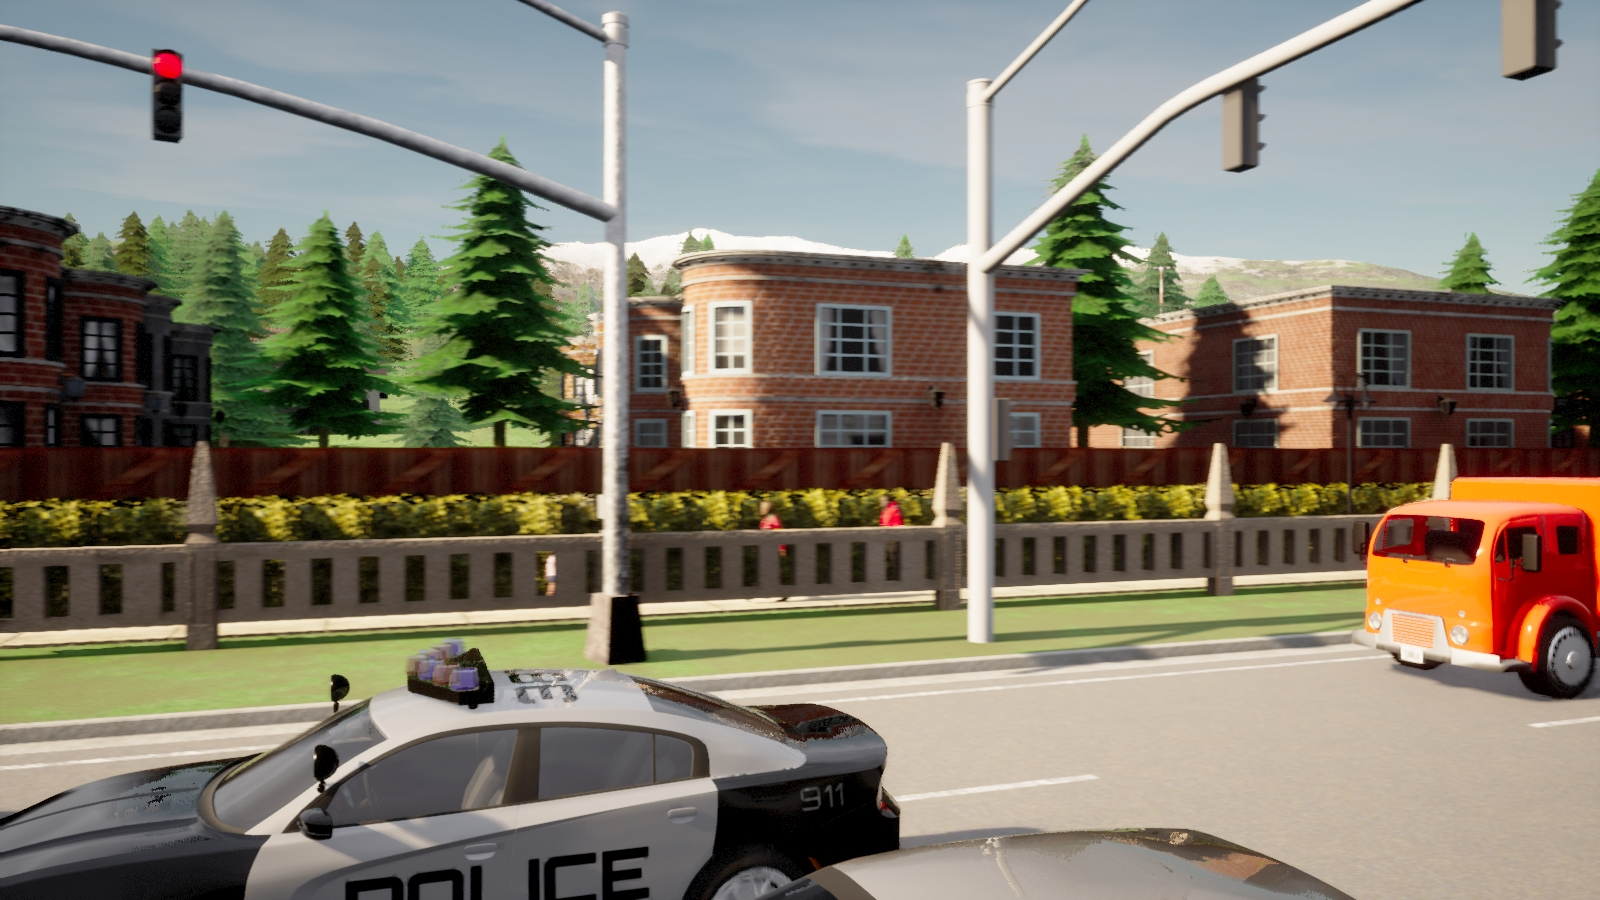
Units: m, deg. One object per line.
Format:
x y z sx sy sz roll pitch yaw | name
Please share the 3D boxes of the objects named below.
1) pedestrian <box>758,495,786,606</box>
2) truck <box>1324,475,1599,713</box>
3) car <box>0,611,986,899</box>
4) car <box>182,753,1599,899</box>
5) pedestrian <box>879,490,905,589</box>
-0.476 1.702 19.542 0.375 1.860 0.375 0 0 -20 | pedestrian
9.582 1.574 14.243 5.204 2.467 2.627 0 0 -20 | truck
-1.796 1.982 6.370 5.238 1.638 2.097 0 0 -20 | car
0.383 2.065 3.440 4.193 1.474 1.816 0 0 -20 | car
1.758 1.701 21.872 0.375 1.860 0.375 0 0 -20 | pedestrian
